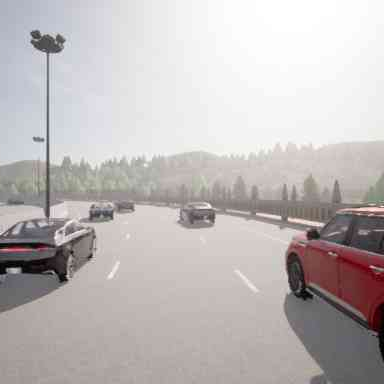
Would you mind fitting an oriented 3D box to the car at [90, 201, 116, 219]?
[{"bbox_3d":[-7.845,1.610,28.612,1.895,1.301,4.718,0,0,-17],"label":"car"}]

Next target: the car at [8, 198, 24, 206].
[{"bbox_3d":[-29.473,1.619,55.806,1.895,1.301,4.718,0,0,-36],"label":"car"}]

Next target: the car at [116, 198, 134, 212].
[{"bbox_3d":[-8.150,1.504,39.591,2.128,1.511,4.902,0,0,-22],"label":"car"}]

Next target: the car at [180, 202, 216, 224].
[{"bbox_3d":[0.341,1.499,24.949,2.128,1.511,4.902,0,0,-13],"label":"car"}]

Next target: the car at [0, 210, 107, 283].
[{"bbox_3d":[-4.079,1.496,9.671,2.128,1.511,4.902,0,0,-5],"label":"car"}]

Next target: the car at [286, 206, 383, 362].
[{"bbox_3d":[3.328,1.221,5.316,2.150,2.045,5.566,0,0,-3],"label":"car"}]
